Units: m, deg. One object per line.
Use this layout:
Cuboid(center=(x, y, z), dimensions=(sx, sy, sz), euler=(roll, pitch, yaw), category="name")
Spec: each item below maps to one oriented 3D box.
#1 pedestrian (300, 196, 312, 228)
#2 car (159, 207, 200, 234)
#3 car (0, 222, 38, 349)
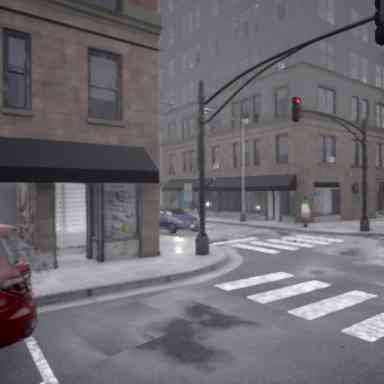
Cuboid(center=(6.770, 1.173, 19.806), dimensions=(0.375, 1.860, 0.375), euler=(-1, 1, -36), category="pedestrian")
Cuboid(center=(-1.329, 1.649, 20.405), dimensions=(1.812, 1.442, 4.674), euler=(-1, 0, -36), category="car")
Cuboid(center=(-4.327, 1.313, 3.460), dimensions=(5.009, 1.841, 2.192), euler=(0, -1, -35), category="car")
